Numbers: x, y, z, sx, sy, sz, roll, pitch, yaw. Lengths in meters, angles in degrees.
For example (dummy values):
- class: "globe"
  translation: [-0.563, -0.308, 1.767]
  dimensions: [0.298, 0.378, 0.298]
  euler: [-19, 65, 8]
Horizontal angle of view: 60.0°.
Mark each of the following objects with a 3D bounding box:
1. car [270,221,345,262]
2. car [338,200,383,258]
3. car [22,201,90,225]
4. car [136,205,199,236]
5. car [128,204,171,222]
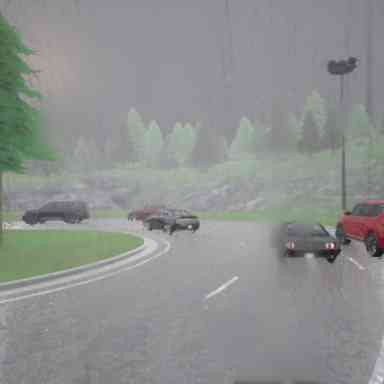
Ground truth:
- class: "car"
  translation: [4.077, 1.758, 12.723]
  dimensions: [1.895, 1.301, 4.718]
  euler: [-1, -1, 9]
- class: "car"
  translation: [7.690, 1.347, 13.401]
  dimensions: [2.150, 2.045, 5.566]
  euler: [0, -1, 7]
- class: "car"
  translation: [-11.927, 1.828, 29.411]
  dimensions: [5.566, 2.045, 2.150]
  euler: [-1, -2, -1]
- class: "car"
  translation: [-1.435, 1.847, 21.248]
  dimensions: [2.128, 1.511, 4.902]
  euler: [0, -1, -33]
- class: "car"
  translation: [-3.767, 1.891, 31.242]
  dimensions: [4.553, 1.767, 2.097]
  euler: [-1, -1, 25]
